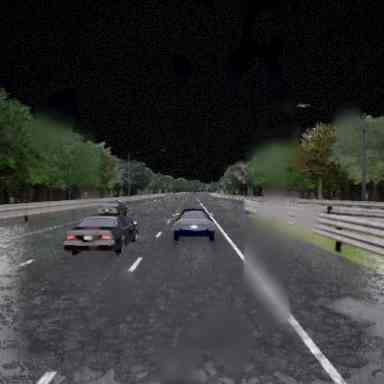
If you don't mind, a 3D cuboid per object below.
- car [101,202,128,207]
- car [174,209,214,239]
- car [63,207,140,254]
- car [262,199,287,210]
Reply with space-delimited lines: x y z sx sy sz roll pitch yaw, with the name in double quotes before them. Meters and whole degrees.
"car" -6.910 1.552 29.467 2.033 1.411 5.357 0 0 0
"car" 0.097 1.566 17.255 1.994 1.385 4.181 0 0 0
"car" -3.399 1.549 13.399 2.033 1.411 5.357 0 0 0
"car" 10.165 1.556 41.727 1.882 1.535 5.008 0 0 -12
